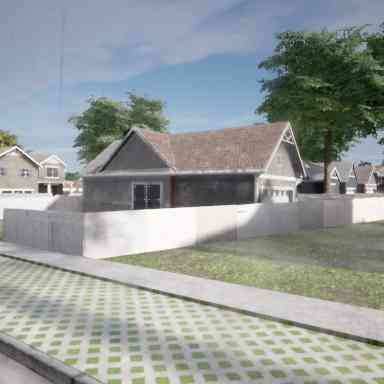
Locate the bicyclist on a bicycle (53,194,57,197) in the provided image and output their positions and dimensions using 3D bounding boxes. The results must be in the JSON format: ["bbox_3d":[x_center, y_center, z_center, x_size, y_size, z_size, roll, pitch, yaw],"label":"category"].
[{"bbox_3d":[-13.011,1.030,31.524,1.656,1.620,0.582,0,1,34],"label":"bicyclist on a bicycle"}]
